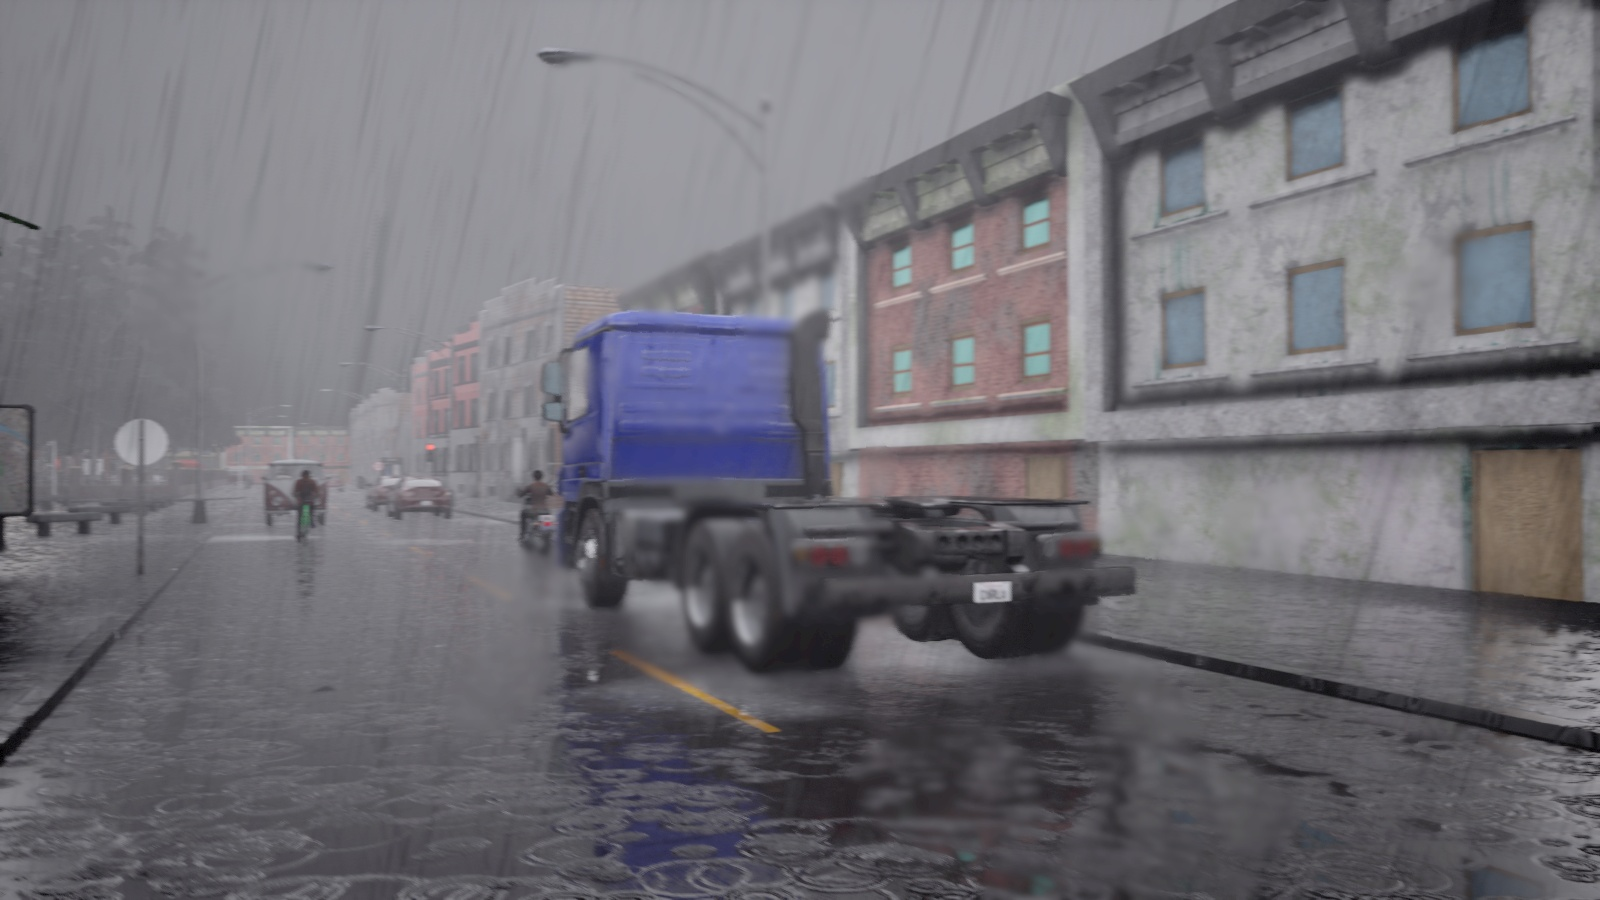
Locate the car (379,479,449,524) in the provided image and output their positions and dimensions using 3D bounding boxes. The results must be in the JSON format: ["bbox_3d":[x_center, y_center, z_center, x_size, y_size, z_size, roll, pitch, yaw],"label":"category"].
[{"bbox_3d":[-13.303,1.725,43.117,1.812,1.442,4.674,0,-1,-23],"label":"car"}]

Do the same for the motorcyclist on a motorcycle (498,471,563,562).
[{"bbox_3d":[-5.193,1.235,24.102,0.766,1.649,2.350,0,-1,-23],"label":"motorcyclist on a motorcycle"}]

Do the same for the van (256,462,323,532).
[{"bbox_3d":[-15.565,1.393,38.225,1.775,1.987,4.442,0,-1,-23],"label":"van"}]

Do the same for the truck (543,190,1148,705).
[{"bbox_3d":[-0.283,0.053,12.647,2.891,3.462,7.936,0,-1,-24],"label":"truck"}]

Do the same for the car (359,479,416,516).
[{"bbox_3d":[-17.153,1.921,52.102,1.812,1.442,4.674,0,-1,-23],"label":"car"}]

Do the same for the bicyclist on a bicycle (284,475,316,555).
[{"bbox_3d":[-10.586,1.338,26.555,0.582,1.620,1.656,0,-1,-23],"label":"bicyclist on a bicycle"}]
